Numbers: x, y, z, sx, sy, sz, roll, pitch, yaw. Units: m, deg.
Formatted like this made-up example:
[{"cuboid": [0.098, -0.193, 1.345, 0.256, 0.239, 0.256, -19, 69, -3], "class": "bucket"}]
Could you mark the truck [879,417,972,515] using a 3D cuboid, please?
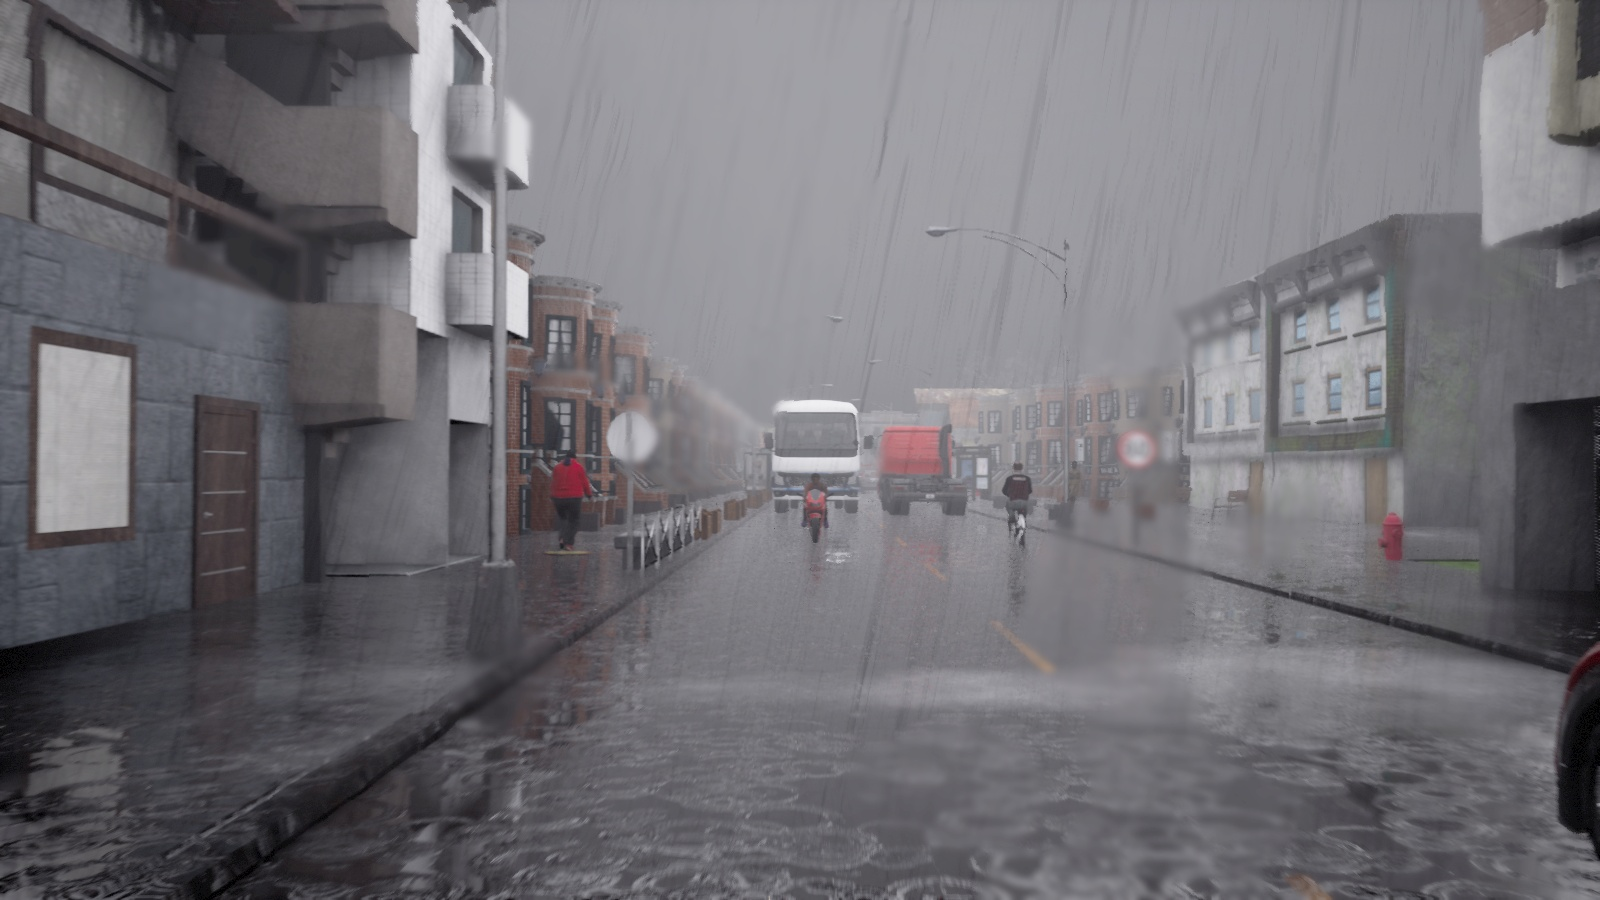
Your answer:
[{"cuboid": [4.688, 0.626, 48.311, 2.891, 3.462, 7.936, 0, -1, 1], "class": "truck"}]

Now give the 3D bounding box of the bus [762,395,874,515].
[{"cuboid": [0.705, 0.265, 49.500, 3.944, 4.253, 10.273, 0, -1, 1], "class": "bus"}]

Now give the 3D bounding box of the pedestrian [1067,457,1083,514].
[{"cuboid": [9.519, 1.219, 43.453, 0.396, 1.930, 0.692, 0, -1, 0], "class": "pedestrian"}]

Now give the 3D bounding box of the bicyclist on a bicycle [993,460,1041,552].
[{"cuboid": [4.337, 1.092, 25.167, 0.659, 1.776, 1.843, 0, -1, 1], "class": "bicyclist on a bicycle"}]

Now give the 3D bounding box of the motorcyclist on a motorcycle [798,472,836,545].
[{"cuboid": [0.373, 1.257, 27.560, 0.797, 1.523, 2.044, 0, -1, 1], "class": "motorcyclist on a motorcycle"}]

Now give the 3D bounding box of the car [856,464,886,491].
[{"cuboid": [5.508, 2.155, 97.980, 2.150, 2.045, 5.566, 0, -1, 1], "class": "car"}]

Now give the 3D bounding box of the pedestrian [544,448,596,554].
[{"cuboid": [-4.086, 0.893, 22.339, 0.634, 1.844, 0.899, 0, -1, 9], "class": "pedestrian"}]

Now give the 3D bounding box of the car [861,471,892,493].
[{"cuboid": [5.352, 2.241, 88.356, 1.970, 1.475, 3.806, 0, -1, 1], "class": "car"}]

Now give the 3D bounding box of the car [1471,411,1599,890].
[{"cuboid": [4.009, 0.713, 3.224, 2.097, 1.767, 4.553, 0, -1, 0], "class": "car"}]
